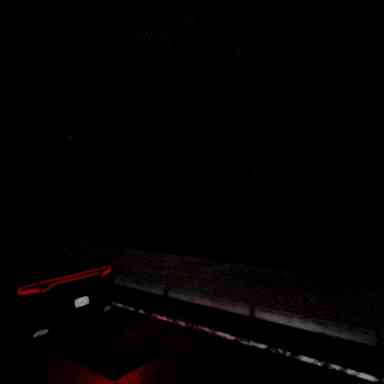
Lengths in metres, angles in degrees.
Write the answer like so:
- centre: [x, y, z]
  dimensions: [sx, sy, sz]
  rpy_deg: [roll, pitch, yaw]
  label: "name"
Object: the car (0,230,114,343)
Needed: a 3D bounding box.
- centre: [-3.678, 1.474, 6.330]
  dimensions: [5.008, 1.535, 1.882]
  rpy_deg: [0, 0, 34]
  label: "car"
